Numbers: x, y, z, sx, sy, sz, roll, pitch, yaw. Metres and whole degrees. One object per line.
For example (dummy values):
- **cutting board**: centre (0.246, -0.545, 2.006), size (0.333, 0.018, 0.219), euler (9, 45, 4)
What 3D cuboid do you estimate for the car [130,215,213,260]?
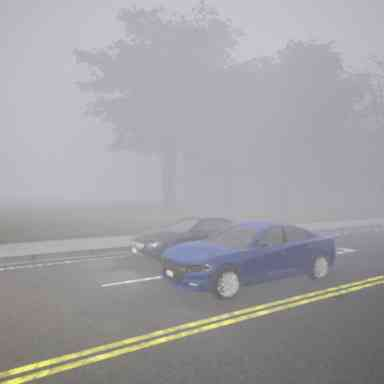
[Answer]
- **car**: centre (0.182, 1.552, 11.511), size (4.674, 1.442, 1.812), euler (0, 0, -33)

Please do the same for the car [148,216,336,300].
- **car**: centre (1.611, 1.502, 8.578), size (5.008, 1.535, 1.882), euler (0, 0, -33)
